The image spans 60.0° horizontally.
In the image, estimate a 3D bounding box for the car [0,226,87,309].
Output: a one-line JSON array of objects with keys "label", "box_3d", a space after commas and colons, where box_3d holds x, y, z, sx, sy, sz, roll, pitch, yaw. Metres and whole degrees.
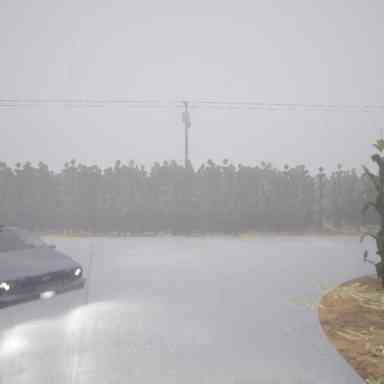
[{"label": "car", "box_3d": [-4.720, 1.547, 7.963, 5.357, 1.411, 2.033, 0, 0, 40]}]
